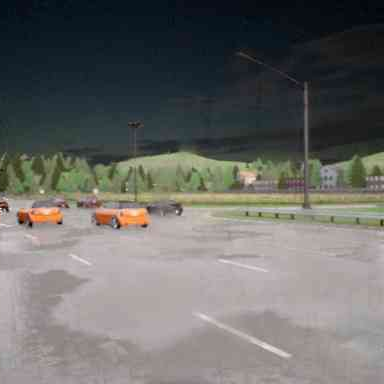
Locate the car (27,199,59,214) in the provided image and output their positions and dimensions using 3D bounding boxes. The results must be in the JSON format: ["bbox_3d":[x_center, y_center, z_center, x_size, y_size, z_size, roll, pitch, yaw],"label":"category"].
[{"bbox_3d":[-16.413,1.571,36.457,2.033,1.411,5.357,-1,0,-37],"label":"car"}]

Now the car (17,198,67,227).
[{"bbox_3d":[-10.677,1.368,23.180,2.097,1.767,4.553,-1,0,-37],"label":"car"}]

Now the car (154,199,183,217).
[{"bbox_3d":[-2.745,1.425,30.092,1.837,1.490,4.892,-1,0,-37],"label":"car"}]

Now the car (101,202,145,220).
[{"bbox_3d":[-6.033,1.556,28.636,1.895,1.301,4.718,-1,0,-37],"label":"car"}]

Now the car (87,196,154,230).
[{"bbox_3d":[-4.633,1.320,21.034,2.097,1.767,4.553,-1,0,-37],"label":"car"}]

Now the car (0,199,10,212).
[{"bbox_3d":[-22.593,1.577,38.778,1.837,1.490,4.892,-1,0,-37],"label":"car"}]

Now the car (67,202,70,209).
[{"bbox_3d":[-17.683,1.536,43.880,1.812,1.442,4.674,-1,0,-37],"label":"car"}]

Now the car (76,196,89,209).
[{"bbox_3d":[-14.030,1.326,44.865,2.097,1.767,4.553,-1,0,-37],"label":"car"}]
